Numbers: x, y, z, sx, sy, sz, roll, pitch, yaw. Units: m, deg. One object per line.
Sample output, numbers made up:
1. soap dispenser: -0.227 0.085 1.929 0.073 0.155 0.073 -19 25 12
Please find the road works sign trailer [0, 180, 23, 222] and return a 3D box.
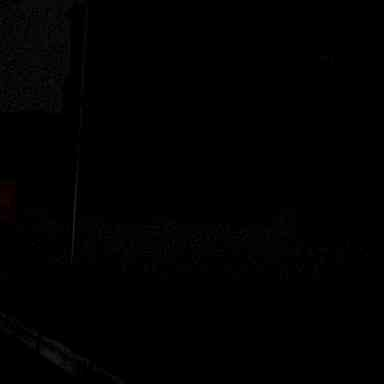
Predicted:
1. road works sign trailer: -10.933 0.515 17.098 2.880 2.380 3.560 3 3 -7
